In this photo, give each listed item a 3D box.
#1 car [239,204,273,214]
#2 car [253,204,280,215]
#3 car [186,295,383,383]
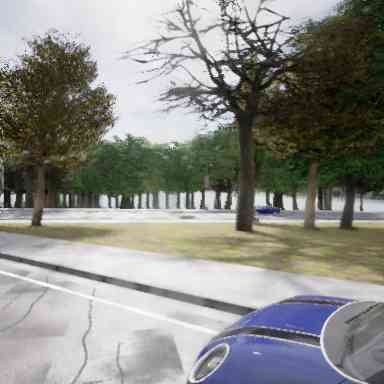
[{"bbox_3d":[10.544,2.807,54.953,4.902,1.511,2.128,1,0,-11],"label":"car"},{"bbox_3d":[11.175,2.833,51.765,5.008,1.535,1.882,1,0,-11],"label":"car"},{"bbox_3d":[2.119,1.353,2.172,4.553,1.767,2.097,0,0,35],"label":"car"}]
